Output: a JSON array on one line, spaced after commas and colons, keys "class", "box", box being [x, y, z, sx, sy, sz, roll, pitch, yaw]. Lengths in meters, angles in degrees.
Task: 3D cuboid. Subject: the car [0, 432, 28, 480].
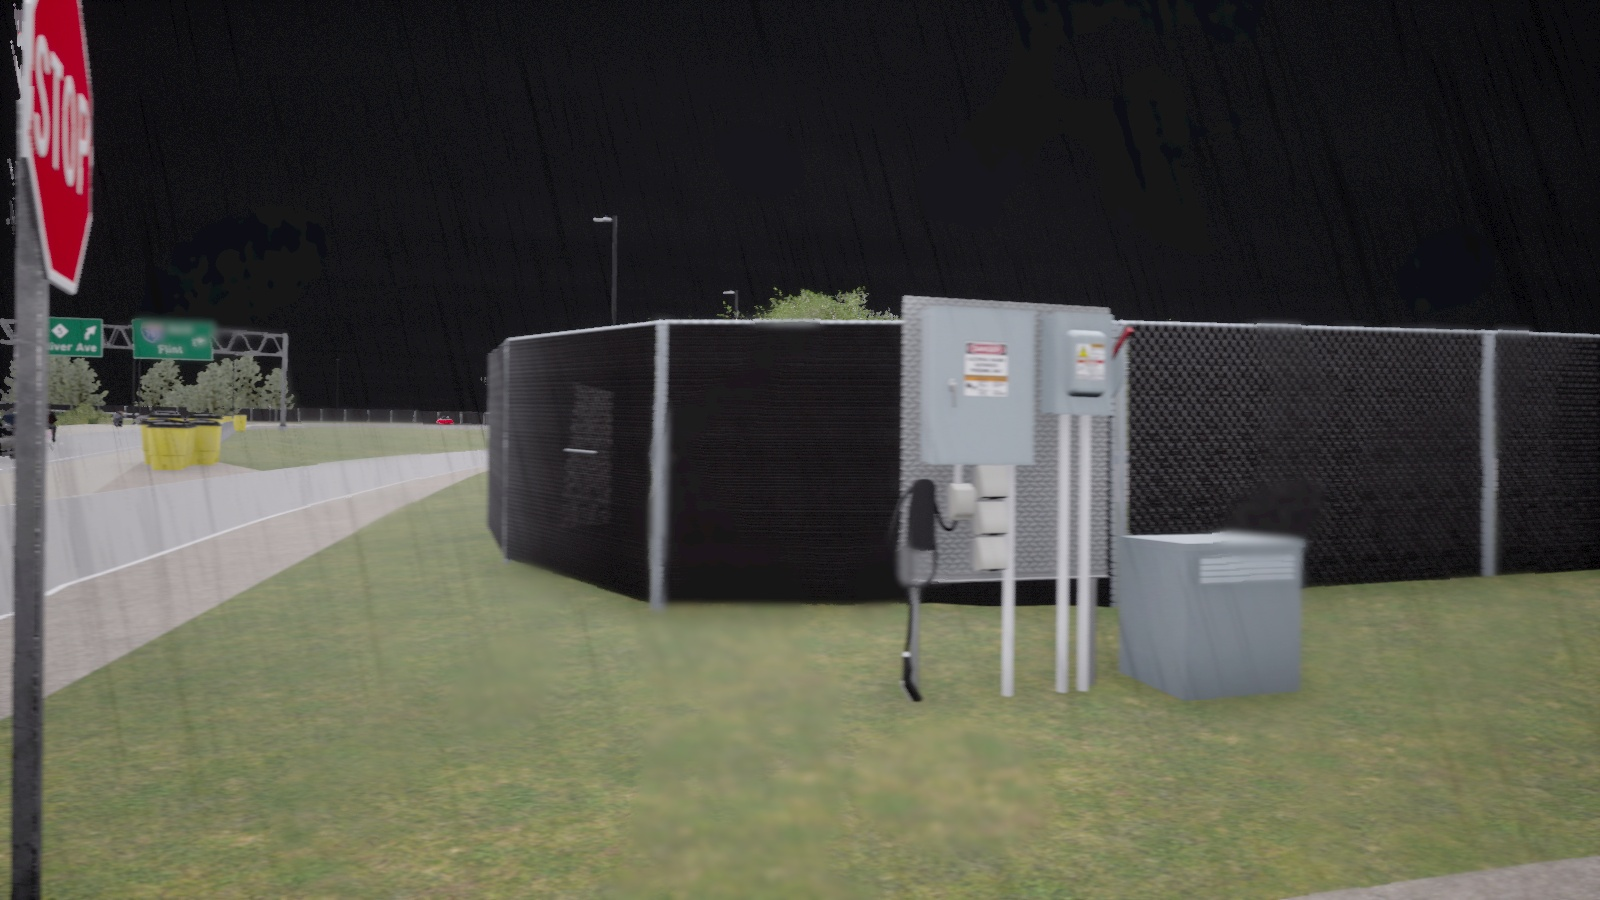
[{"class": "car", "box": [-25.092, 0.166, 38.147, 1.994, 1.385, 4.181, -1, 1, -20]}]
